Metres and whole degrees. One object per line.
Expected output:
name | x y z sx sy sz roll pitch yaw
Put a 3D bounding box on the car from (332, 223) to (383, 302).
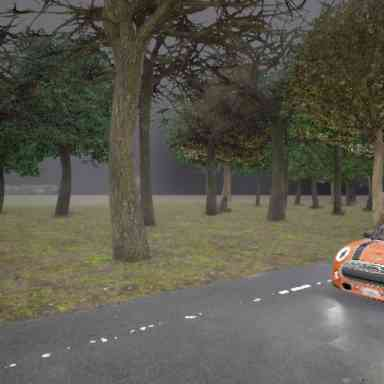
car | 5.301 1.359 7.738 4.553 1.767 2.097 0 0 -35
